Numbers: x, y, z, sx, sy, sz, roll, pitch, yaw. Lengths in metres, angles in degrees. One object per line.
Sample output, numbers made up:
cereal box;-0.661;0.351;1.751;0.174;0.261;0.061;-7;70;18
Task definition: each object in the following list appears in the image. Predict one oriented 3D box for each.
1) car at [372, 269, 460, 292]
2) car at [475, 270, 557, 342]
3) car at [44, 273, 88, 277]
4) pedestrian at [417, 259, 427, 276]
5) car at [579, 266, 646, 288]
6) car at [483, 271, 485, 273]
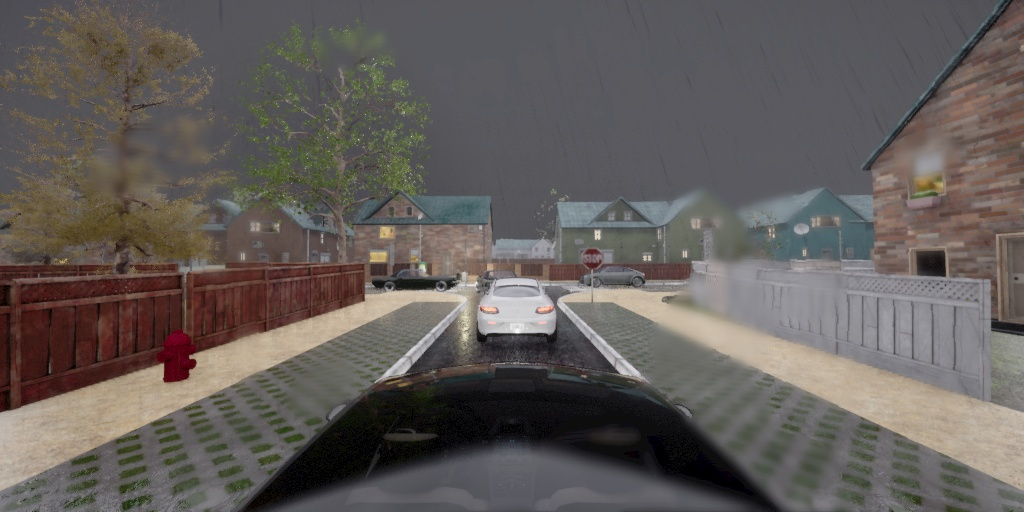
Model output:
car;-5.469;1.416;20.849;4.718;1.301;1.895;-1;-1;1
car;0.109;1.279;9.642;1.812;1.442;4.674;0;0;0
car;-25.593;1.632;21.133;4.718;1.301;1.895;-1;-1;1
pedestrian;-6.683;1.118;26.736;0.375;1.860;0.375;0;-1;1
car;6.554;1.344;23.631;4.181;1.385;1.994;0;-1;1
car;-0.745;1.366;18.461;1.895;1.301;4.718;0;-1;-12
